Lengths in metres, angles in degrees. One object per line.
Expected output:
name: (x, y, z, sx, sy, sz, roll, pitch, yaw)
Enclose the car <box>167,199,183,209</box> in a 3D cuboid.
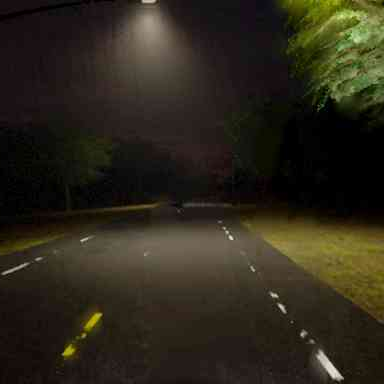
car: (-2.285, 1.624, 46.875, 2.033, 1.411, 5.357, 0, 0, 3)
